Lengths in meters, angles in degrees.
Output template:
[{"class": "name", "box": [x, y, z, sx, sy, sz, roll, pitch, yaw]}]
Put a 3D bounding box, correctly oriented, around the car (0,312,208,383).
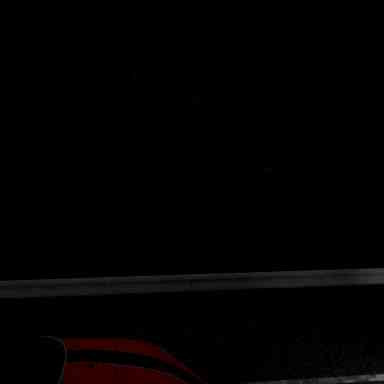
[{"class": "car", "box": [-1.885, 1.352, 1.629, 4.553, 1.767, 2.097, 0, 0, -6]}]
